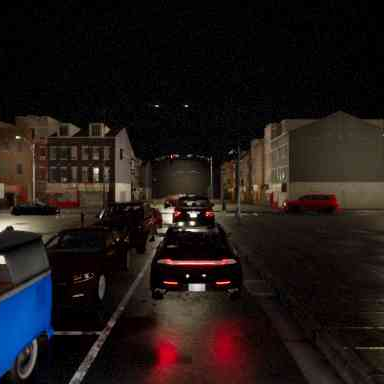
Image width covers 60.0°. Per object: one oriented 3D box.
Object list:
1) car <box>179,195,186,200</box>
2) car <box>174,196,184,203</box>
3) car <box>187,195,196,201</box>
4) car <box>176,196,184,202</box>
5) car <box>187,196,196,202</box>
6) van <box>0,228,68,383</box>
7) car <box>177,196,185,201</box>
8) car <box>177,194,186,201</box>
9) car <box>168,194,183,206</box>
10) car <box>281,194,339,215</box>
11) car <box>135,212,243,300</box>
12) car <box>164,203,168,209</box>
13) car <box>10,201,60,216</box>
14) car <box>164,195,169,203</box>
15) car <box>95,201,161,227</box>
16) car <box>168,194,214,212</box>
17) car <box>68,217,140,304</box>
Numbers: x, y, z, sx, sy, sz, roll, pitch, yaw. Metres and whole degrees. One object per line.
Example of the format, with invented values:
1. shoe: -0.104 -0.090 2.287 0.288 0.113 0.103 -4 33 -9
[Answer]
1. car: -2.749 1.536 94.288 1.967 1.590 4.097 -1 0 0
2. car: -2.724 1.605 72.580 2.008 1.369 4.403 0 0 0
3. car: -0.095 1.437 86.166 2.128 1.511 4.902 0 0 0
4. car: -2.730 1.589 77.838 1.752 1.417 4.829 0 0 0
5. car: -0.084 1.648 76.193 1.895 1.301 4.718 0 0 0
6. van: -2.647 1.341 2.735 1.690 1.788 3.998 0 0 0
7. car: -2.736 1.640 83.434 1.947 1.339 4.313 0 0 0
8. car: -2.744 1.400 88.861 2.192 1.841 5.009 0 0 0
9. car: -2.707 1.345 56.300 2.192 1.841 5.009 0 0 0
10. car: 11.991 1.239 33.823 5.566 2.045 2.150 0 0 0
11. car: 0.089 1.491 8.364 2.128 1.511 4.902 0 0 0
12. car: -2.664 1.546 19.036 1.887 1.381 4.507 0 0 0
13. car: -14.487 1.571 30.891 4.181 1.385 1.994 0 0 0
14. car: -2.695 1.333 45.446 2.192 1.841 5.009 0 0 0
15. car: -2.659 1.315 13.603 2.192 1.841 5.009 0 0 0
16. car: 0.079 1.223 18.557 2.150 2.045 5.566 0 0 0
17. car: -2.652 1.544 8.169 1.887 1.381 4.507 0 0 0
